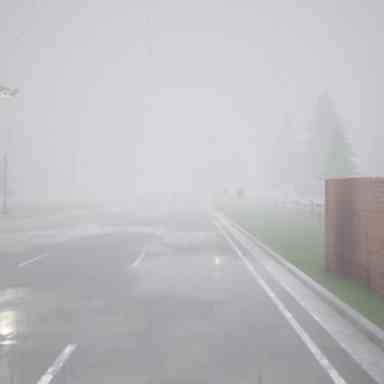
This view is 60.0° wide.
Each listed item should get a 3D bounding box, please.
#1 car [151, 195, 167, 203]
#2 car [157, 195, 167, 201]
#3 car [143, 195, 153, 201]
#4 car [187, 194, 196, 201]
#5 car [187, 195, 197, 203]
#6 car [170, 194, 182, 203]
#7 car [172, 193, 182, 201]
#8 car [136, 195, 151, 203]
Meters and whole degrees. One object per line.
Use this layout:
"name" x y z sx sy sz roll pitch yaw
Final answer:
"car" -7.028 1.522 70.646 1.812 1.442 4.674 0 0 0
"car" -7.031 1.380 79.312 1.994 1.385 4.181 0 0 0
"car" -10.531 1.352 79.314 1.812 1.442 4.674 0 0 0
"car" -0.031 1.353 79.311 2.128 1.511 4.902 0 0 0
"car" -0.028 1.524 70.327 1.812 1.442 4.674 0 0 0
"car" -3.528 1.492 70.453 1.837 1.490 4.892 0 0 0
"car" -3.531 1.183 79.296 2.097 1.767 4.553 0 0 0
"car" -10.527 1.467 70.013 1.882 1.535 5.008 0 0 0
